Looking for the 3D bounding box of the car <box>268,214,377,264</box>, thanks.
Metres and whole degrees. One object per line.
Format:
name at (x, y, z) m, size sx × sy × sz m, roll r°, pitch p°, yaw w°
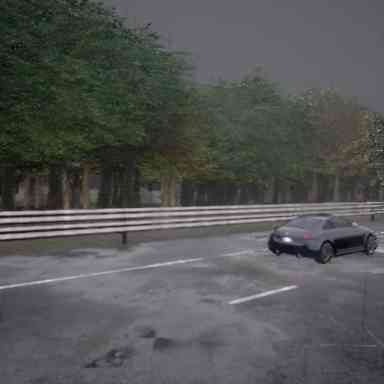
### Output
car at (4.559, 1.453, 11.444) m, size 4.181 × 1.385 × 1.994 m, roll 0°, pitch 1°, yaw -36°
